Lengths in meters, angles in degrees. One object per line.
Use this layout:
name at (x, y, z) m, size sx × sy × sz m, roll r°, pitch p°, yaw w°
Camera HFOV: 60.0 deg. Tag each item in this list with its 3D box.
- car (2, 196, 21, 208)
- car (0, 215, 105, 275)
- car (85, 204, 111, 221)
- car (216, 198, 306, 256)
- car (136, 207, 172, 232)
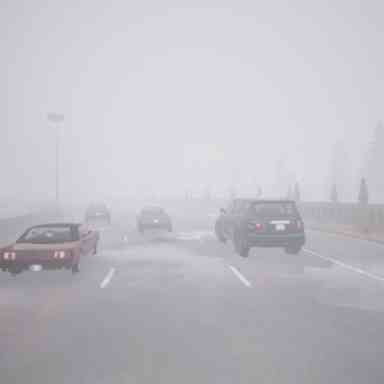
car at (-30.393, 1.633, 55.876) m, size 2.150 × 2.045 × 5.566 m, roll 0°, pitch 0°, yaw -37°
car at (-4.207, 1.641, 10.651) m, size 1.895 × 1.301 × 4.718 m, roll 0°, pitch 0°, yaw -6°
car at (-7.848, 1.674, 27.627) m, size 1.994 × 1.385 × 4.181 m, roll 0°, pitch 0°, yaw -17°
car at (2.483, 1.232, 13.351) m, size 2.150 × 2.045 × 5.566 m, roll 0°, pitch 0°, yaw -8°
car at (-2.468, 1.620, 20.927) m, size 1.994 × 1.385 × 4.181 m, roll 0°, pitch 0°, yaw -12°
